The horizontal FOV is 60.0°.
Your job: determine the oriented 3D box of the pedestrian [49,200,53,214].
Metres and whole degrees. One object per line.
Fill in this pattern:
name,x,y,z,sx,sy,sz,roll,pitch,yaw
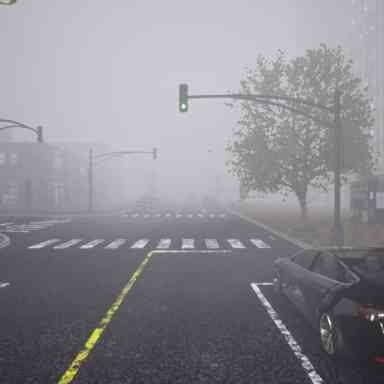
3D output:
pedestrian,-12.798,1.319,30.178,0.375,1.300,0.375,0,-1,-1

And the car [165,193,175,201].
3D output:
car,-5.831,1.324,88.145,2.192,1.841,5.009,0,0,0

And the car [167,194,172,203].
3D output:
car,-5.804,1.532,71.322,1.752,1.417,4.829,0,0,0

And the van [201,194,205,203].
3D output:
van,2.614,1.345,49.305,1.690,1.788,3.998,0,0,0

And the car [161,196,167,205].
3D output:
car,-5.776,1.555,54.839,2.008,1.369,4.403,0,0,0

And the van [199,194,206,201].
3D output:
van,2.560,1.349,82.611,1.690,1.788,3.998,0,0,0

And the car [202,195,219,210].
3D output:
car,2.622,1.528,43.923,1.752,1.417,4.829,0,0,0

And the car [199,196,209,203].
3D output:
car,2.577,1.572,71.509,1.947,1.339,4.313,0,0,0

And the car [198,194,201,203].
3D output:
car,2.595,1.556,60.407,2.008,1.369,4.403,0,0,0

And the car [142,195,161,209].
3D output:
car,-5.757,1.318,43.737,2.192,1.841,5.009,0,0,0

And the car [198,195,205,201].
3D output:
car,2.549,1.534,88.332,1.752,1.417,4.829,0,0,0

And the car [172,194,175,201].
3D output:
car,-5.822,1.558,82.594,2.008,1.369,4.403,0,0,0

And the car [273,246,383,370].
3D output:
car,2.686,1.566,5.724,1.947,1.339,4.313,0,0,0

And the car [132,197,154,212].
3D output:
car,-5.749,1.584,38.186,1.802,1.307,4.206,0,0,0

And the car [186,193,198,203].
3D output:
car,-0.009,1.228,68.487,2.150,2.045,5.566,0,0,0
